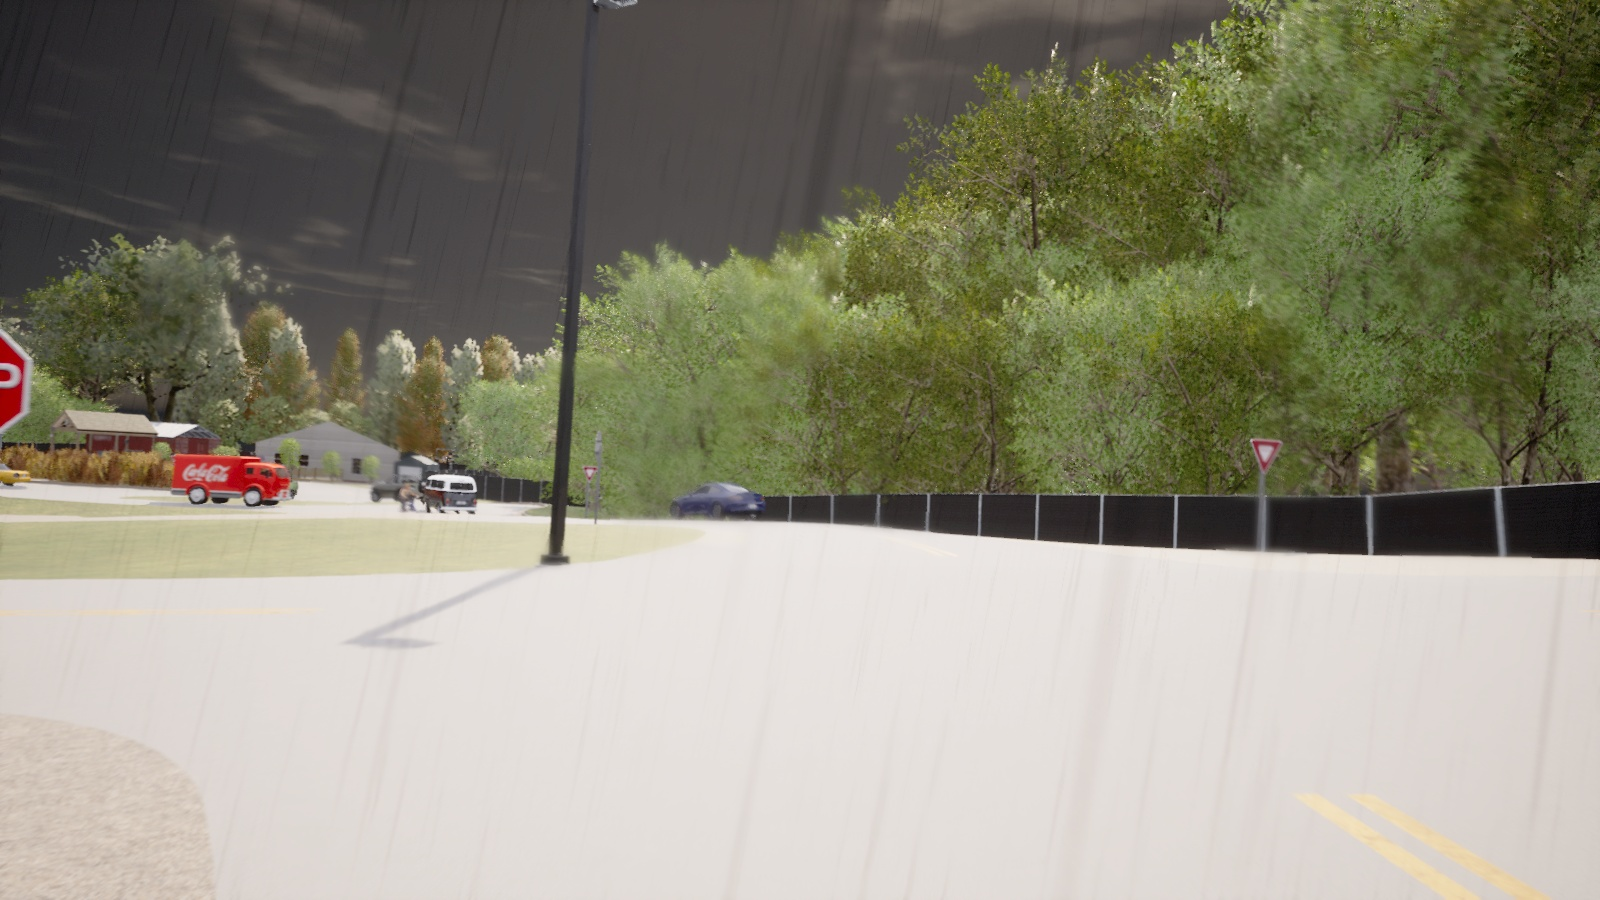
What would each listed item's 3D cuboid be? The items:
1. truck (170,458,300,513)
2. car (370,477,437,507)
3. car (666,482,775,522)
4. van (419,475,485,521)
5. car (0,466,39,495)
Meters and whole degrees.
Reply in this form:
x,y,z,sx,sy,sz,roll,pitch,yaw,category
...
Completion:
x,y,z,sx,sy,sz,roll,pitch,yaw,category
-28.158,1.759,62.754,5.204,2.467,2.627,2,-1,2,truck
-25.555,2.709,80.794,4.605,1.855,1.932,-2,-4,40,car
-3.072,2.004,47.722,1.812,1.442,4.674,3,-4,-38,car
-17.539,2.403,63.183,2.069,2.038,4.480,3,-1,-30,van
-48.663,1.709,74.790,5.366,1.575,1.801,3,0,-6,car
